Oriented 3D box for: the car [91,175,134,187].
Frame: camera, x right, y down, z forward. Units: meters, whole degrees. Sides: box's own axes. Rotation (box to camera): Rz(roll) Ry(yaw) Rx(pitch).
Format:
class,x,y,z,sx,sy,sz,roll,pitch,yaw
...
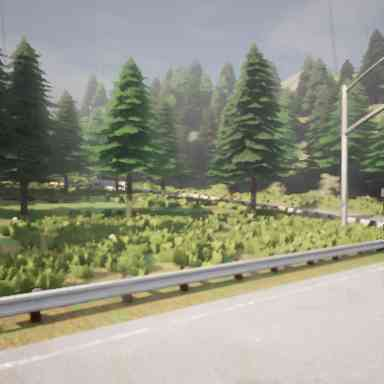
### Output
class,x,y,z,sx,sy,sz,roll,pitch,yaw
car,-10.550,-1.152,44.214,5.566,2.045,2.150,5,0,11
